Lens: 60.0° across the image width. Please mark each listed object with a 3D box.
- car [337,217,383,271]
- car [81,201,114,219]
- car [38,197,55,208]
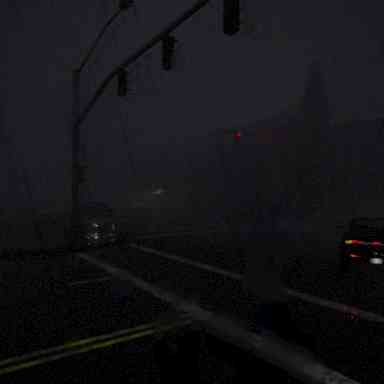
[{"bbox_3d":[5.794,1.574,10.732,2.128,1.511,4.902,1,0,26],"label":"car"},{"bbox_3d":[-8.655,1.585,30.096,1.837,1.490,4.892,0,0,-34],"label":"car"},{"bbox_3d":[-21.896,1.580,49.931,2.128,1.511,4.902,1,0,-33],"label":"car"}]
